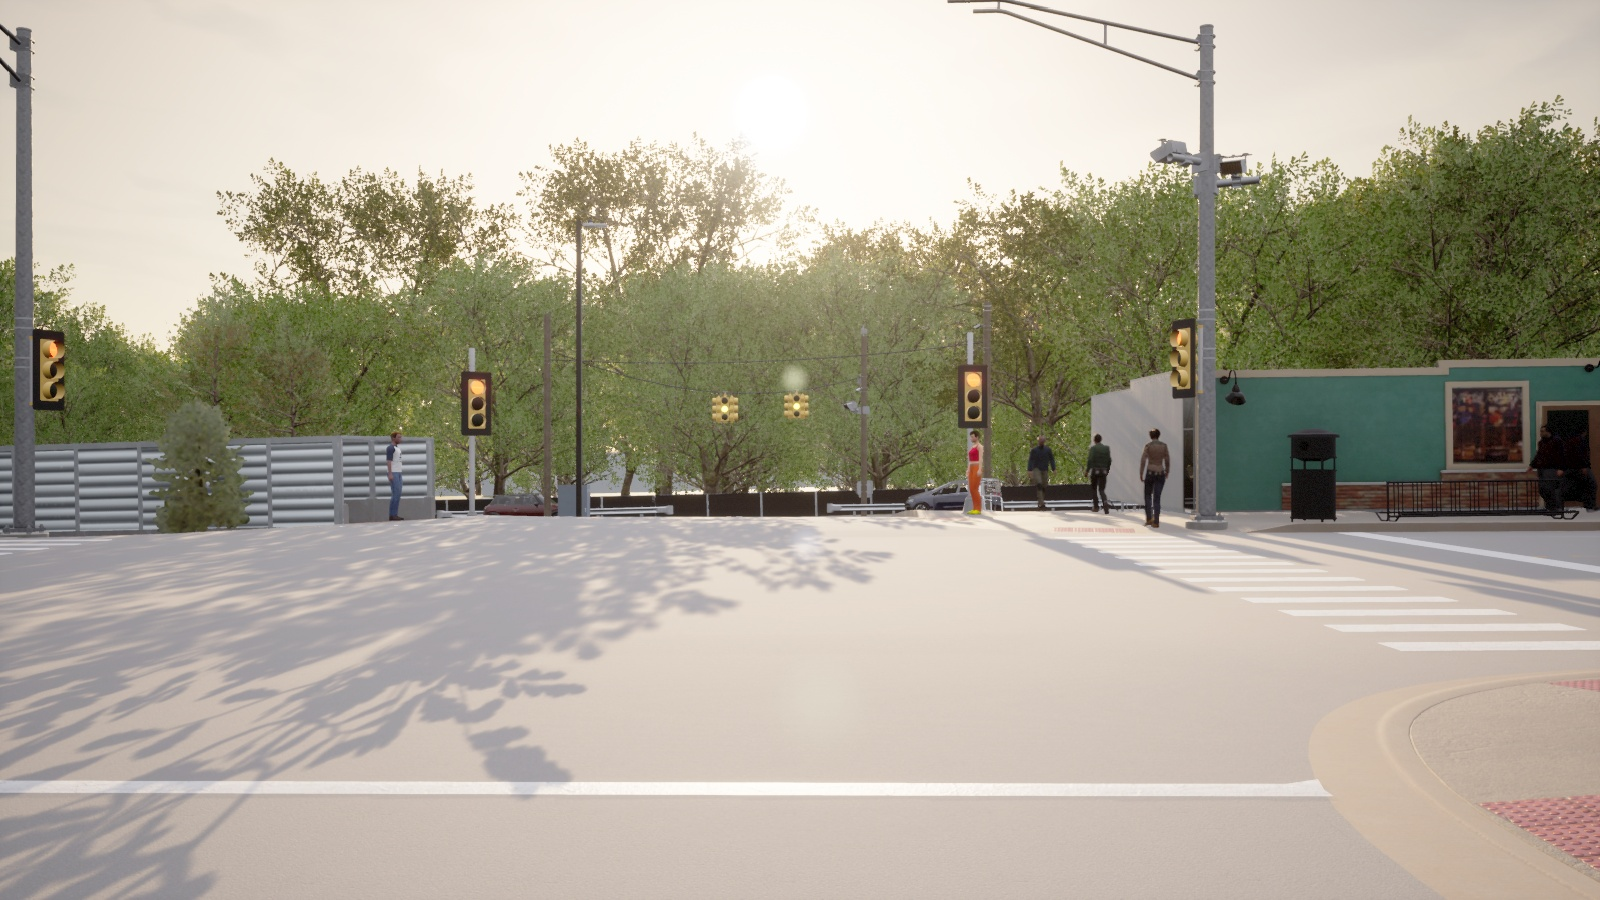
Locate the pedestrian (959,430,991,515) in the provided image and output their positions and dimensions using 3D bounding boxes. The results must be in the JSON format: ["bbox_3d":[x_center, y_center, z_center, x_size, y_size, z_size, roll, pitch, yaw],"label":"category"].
[{"bbox_3d":[3.815,0.483,27.394,0.594,1.836,0.345,0,0,-15],"label":"pedestrian"}]

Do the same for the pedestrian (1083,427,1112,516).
[{"bbox_3d":[6.572,0.467,27.740,0.423,1.949,0.788,0,0,-2],"label":"pedestrian"}]

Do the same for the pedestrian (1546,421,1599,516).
[{"bbox_3d":[15.366,0.356,24.790,0.899,1.844,0.634,0,0,1],"label":"pedestrian"}]

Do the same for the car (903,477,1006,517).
[{"bbox_3d":[7.190,2.190,58.496,4.611,1.667,2.242,-2,0,8],"label":"car"}]

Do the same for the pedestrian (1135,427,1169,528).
[{"bbox_3d":[6.364,0.491,22.730,0.328,1.805,0.869,0,0,-2],"label":"pedestrian"}]

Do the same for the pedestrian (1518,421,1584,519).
[{"bbox_3d":[14.443,0.379,24.160,0.899,1.844,0.634,0,0,-2],"label":"pedestrian"}]

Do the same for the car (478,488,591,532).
[{"bbox_3d":[-12.076,2.724,57.305,4.553,1.767,2.097,-2,0,6],"label":"car"}]

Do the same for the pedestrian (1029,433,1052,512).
[{"bbox_3d":[5.697,0.534,29.775,0.402,1.842,0.726,0,0,-2],"label":"pedestrian"}]

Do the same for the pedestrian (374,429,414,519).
[{"bbox_3d":[-8.323,0.494,25.762,0.706,1.836,0.354,0,0,1],"label":"pedestrian"}]
